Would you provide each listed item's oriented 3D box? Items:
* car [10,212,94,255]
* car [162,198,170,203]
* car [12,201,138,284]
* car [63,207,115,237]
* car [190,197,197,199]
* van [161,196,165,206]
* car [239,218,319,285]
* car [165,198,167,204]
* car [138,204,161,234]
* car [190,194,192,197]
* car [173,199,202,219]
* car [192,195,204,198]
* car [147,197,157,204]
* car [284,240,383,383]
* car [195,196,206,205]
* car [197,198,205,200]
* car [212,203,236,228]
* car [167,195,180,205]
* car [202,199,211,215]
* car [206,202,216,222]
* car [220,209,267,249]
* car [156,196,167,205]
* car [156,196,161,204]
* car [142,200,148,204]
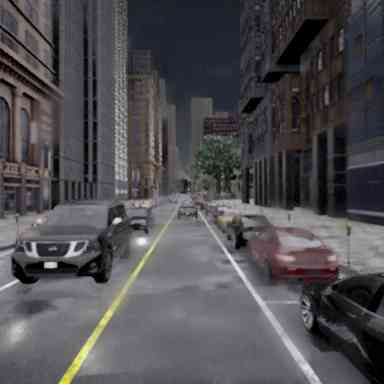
[{"bbox_3d":[-5.958,1.684,14.793,1.887,1.381,4.507,0,0,-1],"label":"car"},{"bbox_3d":[-7.118,2.225,91.612,1.947,1.339,4.313,0,0,-1],"label":"car"},{"bbox_3d":[-3.230,1.314,10.249,2.150,2.045,5.566,0,0,-1],"label":"car"},{"bbox_3d":[-6.038,1.704,20.110,1.752,1.417,4.829,0,0,-1],"label":"car"},{"bbox_3d":[-0.607,1.854,45.666,1.812,1.442,4.674,0,0,0],"label":"car"},{"bbox_3d":[-6.705,1.823,64.177,1.690,1.788,3.998,0,0,-1],"label":"van"},{"bbox_3d":[2.650,1.638,9.431,1.802,1.307,4.206,0,0,-1],"label":"car"},{"bbox_3d":[-6.787,1.959,69.664,1.967,1.590,4.097,0,0,-1],"label":"car"},{"bbox_3d":[-3.378,1.718,20.909,2.033,1.411,5.357,0,0,-1],"label":"car"},{"bbox_3d":[1.405,1.931,91.724,2.192,1.841,5.009,0,0,-1],"label":"car"},{"bbox_3d":[-0.390,1.722,31.603,2.128,1.511,4.902,0,-1,0],"label":"car"},{"bbox_3d":[1.530,1.755,58.580,2.097,1.767,4.553,0,0,-1],"label":"car"},{"bbox_3d":[-6.452,1.896,47.546,1.752,1.417,4.829,0,0,-1],"label":"car"},{"bbox_3d":[2.732,1.581,3.945,1.947,1.339,4.313,0,0,-1],"label":"car"},{"bbox_3d":[1.736,1.791,69.780,2.192,1.841,5.009,0,0,-1],"label":"car"},{"bbox_3d":[2.069,1.895,47.834,1.947,1.339,4.313,0,0,-1],"label":"car"},{"bbox_3d":[2.481,1.663,20.574,1.752,1.417,4.829,0,0,-1],"label":"car"},{"bbox_3d":[-4.069,1.978,72.641,1.837,1.490,4.892,0,0,-1],"label":"car"},{"bbox_3d":[2.235,1.805,36.862,2.008,1.369,4.403,0,0,-1],"label":"car"},{"bbox_3d":[2.401,1.728,25.889,2.008,1.369,4.403,0,0,-1],"label":"car"},{"bbox_3d":[2.567,1.662,14.917,1.947,1.339,4.313,0,0,-1],"label":"car"},{"bbox_3d":[-6.871,1.871,75.151,2.192,1.841,5.009,0,0,-1],"label":"car"},{"bbox_3d":[-6.538,1.849,53.203,1.967,1.590,4.097,0,0,-1],"label":"car"},{"bbox_3d":[-6.289,1.880,36.741,1.802,1.307,4.206,0,0,-1],"label":"car"}]
